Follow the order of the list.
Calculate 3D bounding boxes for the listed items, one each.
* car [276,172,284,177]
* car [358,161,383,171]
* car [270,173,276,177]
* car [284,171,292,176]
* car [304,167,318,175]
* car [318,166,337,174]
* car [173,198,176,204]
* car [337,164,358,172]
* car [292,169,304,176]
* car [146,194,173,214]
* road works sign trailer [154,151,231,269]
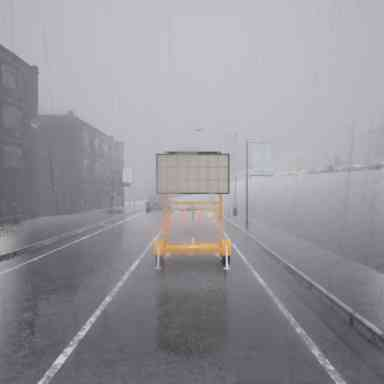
[{"bbox_3d":[21.829,-3.978,77.246,2.231,1.521,4.892,0,1,-1],"label":"car"},{"bbox_3d":[25.024,-3.369,44.137,2.231,1.521,4.892,0,1,-9],"label":"car"},{"bbox_3d":[21.698,-4.057,82.763,2.231,1.521,4.892,0,1,-1],"label":"car"},{"bbox_3d":[22.064,-3.841,71.704,2.002,1.452,4.674,0,1,-3],"label":"car"},{"bbox_3d":[22.889,-3.802,60.662,2.185,1.767,4.553,0,1,-5],"label":"car"},{"bbox_3d":[23.512,-3.542,54.971,2.163,1.488,4.792,0,1,-6],"label":"car"},{"bbox_3d":[-4.443,1.536,65.322,2.097,1.767,4.553,0,-1,-8],"label":"car"},{"bbox_3d":[24.216,-3.431,49.498,2.002,1.452,4.674,0,1,-7],"label":"car"},{"bbox_3d":[22.419,-3.779,66.167,2.097,1.535,5.008,0,1,-4],"label":"car"},{"bbox_3d":[-3.616,1.208,36.015,2.150,2.045,5.566,0,0,0],"label":"car"},{"bbox_3d":[0.034,0.460,11.070,2.380,3.560,2.880,0,0,1],"label":"road works sign trailer"}]
